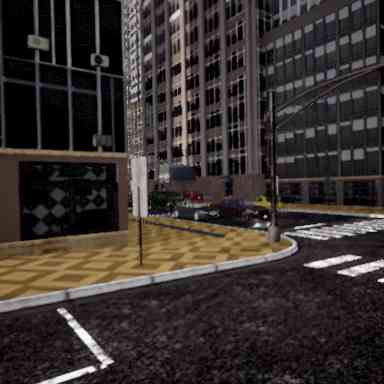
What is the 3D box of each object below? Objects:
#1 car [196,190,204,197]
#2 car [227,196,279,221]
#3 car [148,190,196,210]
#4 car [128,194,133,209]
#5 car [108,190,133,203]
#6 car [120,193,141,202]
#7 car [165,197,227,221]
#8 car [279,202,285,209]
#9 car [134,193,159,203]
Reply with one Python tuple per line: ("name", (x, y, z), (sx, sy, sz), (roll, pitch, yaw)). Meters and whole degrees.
("car", (-0.507, 0.704, 40.358), (2.192, 1.841, 5.009), (-1, 1, -34))
("car", (3.402, 1.236, 24.416), (2.033, 1.411, 5.357), (-2, 2, -34))
("car", (-2.346, 0.819, 32.786), (2.150, 2.045, 5.566), (-2, 2, -34))
("car", (-7.390, 1.188, 35.592), (1.947, 1.339, 4.313), (-1, 1, -34))
("car", (-11.033, 0.679, 51.037), (2.097, 1.767, 4.553), (-2, 2, -34))
("car", (-10.075, 0.816, 54.320), (1.802, 1.307, 4.206), (-1, 1, -34))
("car", (0.213, 1.293, 24.553), (2.008, 1.369, 4.403), (-1, 1, -34))
("car", (6.221, 1.023, 30.486), (1.752, 1.417, 4.829), (-1, 1, -34))
("car", (-6.885, 0.831, 49.667), (1.887, 1.381, 4.507), (-1, 1, -34))
